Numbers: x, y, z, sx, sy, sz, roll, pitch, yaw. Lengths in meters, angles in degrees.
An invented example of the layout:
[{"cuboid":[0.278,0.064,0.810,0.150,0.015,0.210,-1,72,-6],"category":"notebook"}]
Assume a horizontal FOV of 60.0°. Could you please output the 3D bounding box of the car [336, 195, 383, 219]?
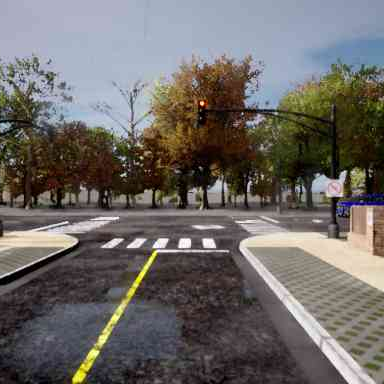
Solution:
[{"cuboid":[15.365,1.279,29.625,5.566,2.045,2.150,0,0,0],"category":"car"}]
